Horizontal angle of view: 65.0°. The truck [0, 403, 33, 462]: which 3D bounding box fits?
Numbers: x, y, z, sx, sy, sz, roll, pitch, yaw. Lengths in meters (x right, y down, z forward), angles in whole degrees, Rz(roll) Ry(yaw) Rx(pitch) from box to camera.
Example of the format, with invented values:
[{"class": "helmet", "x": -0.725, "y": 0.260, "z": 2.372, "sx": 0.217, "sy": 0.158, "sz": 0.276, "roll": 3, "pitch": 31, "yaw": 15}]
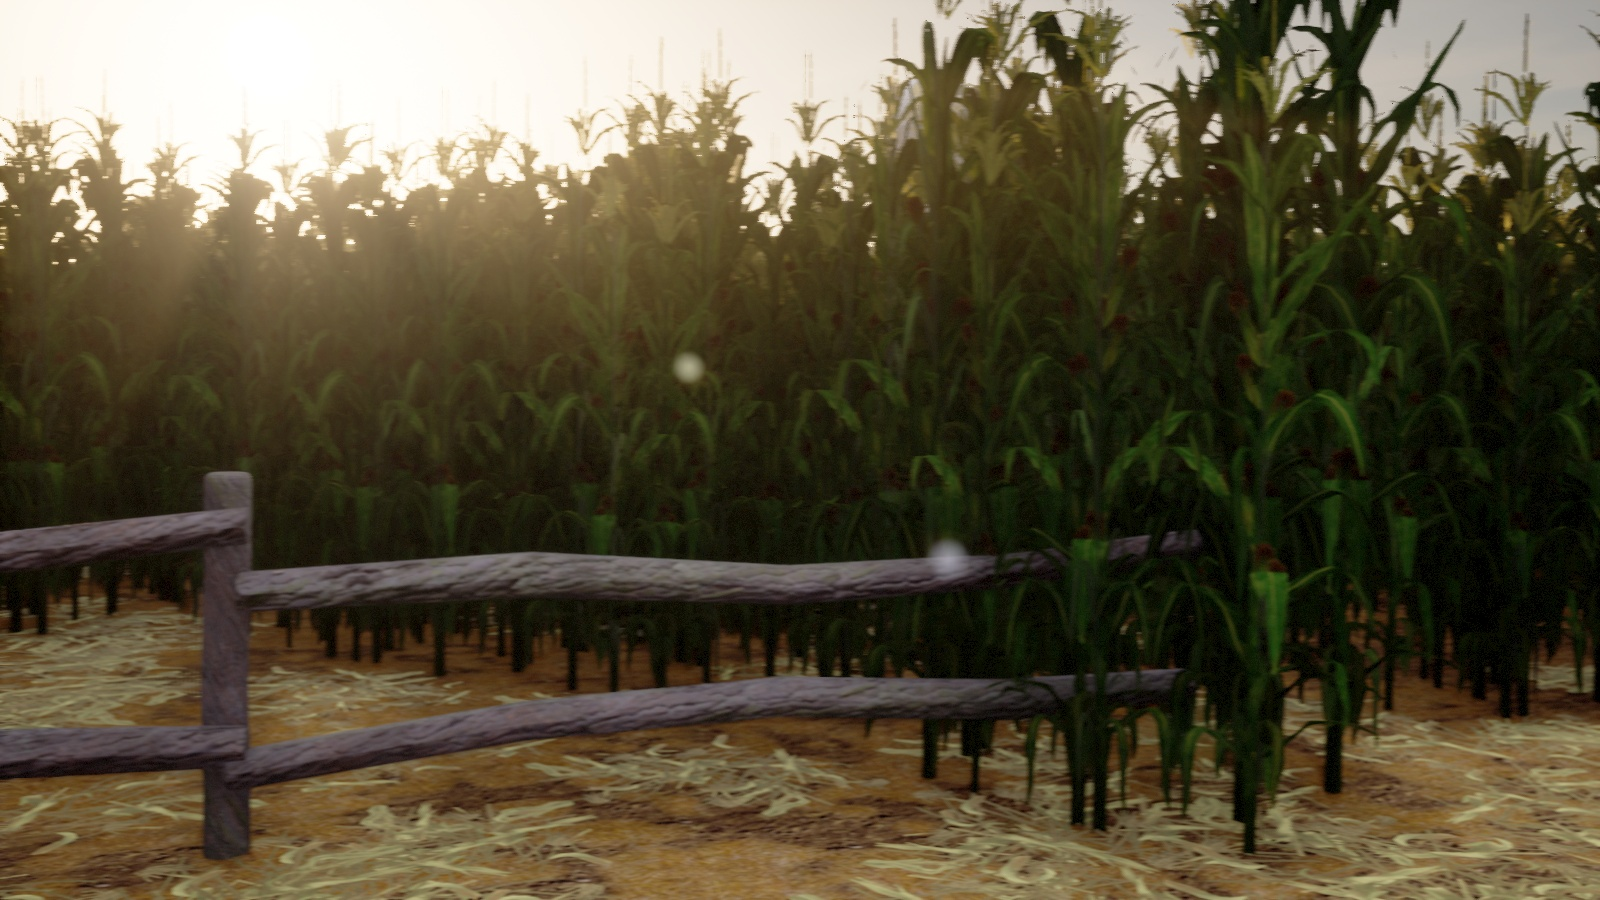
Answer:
[{"class": "truck", "x": -54.859, "y": -1.084, "z": 81.224, "sx": 8.468, "sy": 3.827, "sz": 2.891, "roll": -1, "pitch": 1, "yaw": -21}]
